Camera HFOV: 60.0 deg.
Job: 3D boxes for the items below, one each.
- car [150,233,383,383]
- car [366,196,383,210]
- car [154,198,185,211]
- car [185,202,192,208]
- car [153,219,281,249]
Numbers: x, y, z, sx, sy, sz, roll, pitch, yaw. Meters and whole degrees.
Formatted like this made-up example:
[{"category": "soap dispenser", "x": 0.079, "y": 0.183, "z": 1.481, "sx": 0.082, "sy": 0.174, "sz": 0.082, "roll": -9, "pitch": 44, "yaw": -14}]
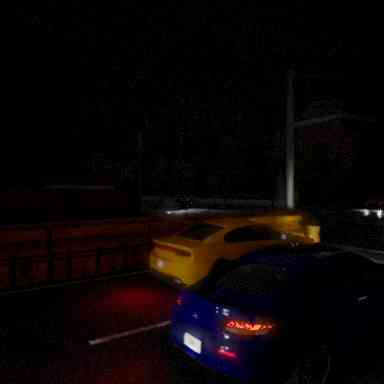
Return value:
[{"category": "car", "x": 1.880, "y": 1.525, "z": 5.087, "sx": 4.674, "sy": 1.442, "sz": 1.812, "roll": 0, "pitch": 0, "yaw": -35}, {"category": "car", "x": 24.603, "y": 1.345, "z": 43.078, "sx": 4.553, "sy": 1.767, "sz": 2.097, "roll": 0, "pitch": 0, "yaw": -34}, {"category": "car", "x": -3.148, "y": 1.523, "z": 41.792, "sx": 1.812, "sy": 1.442, "sz": 4.674, "roll": 0, "pitch": 0, "yaw": -33}, {"category": "car", "x": -1.881, "y": 1.597, "z": 46.235, "sx": 1.895, "sy": 1.301, "sz": 4.718, "roll": 0, "pitch": 0, "yaw": -34}, {"category": "car", "x": 1.301, "y": 1.477, "z": 8.973, "sx": 5.008, "sy": 1.535, "sz": 1.882, "roll": 0, "pitch": 0, "yaw": -35}]
